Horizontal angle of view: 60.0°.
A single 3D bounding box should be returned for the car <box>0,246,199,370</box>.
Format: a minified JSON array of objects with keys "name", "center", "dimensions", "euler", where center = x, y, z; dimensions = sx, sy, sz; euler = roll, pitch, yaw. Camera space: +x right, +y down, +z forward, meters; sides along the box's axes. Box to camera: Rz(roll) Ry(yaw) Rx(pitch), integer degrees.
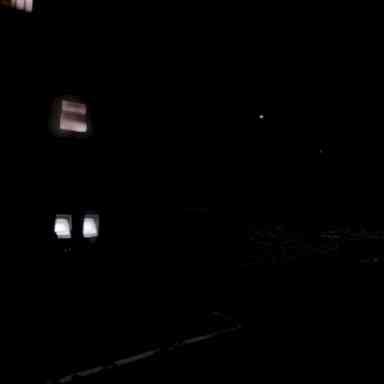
[{"name":"car","center":[-1.810,1.601,5.417],"dimensions":[4.206,1.307,1.802],"euler":[1,0,-35]}]
